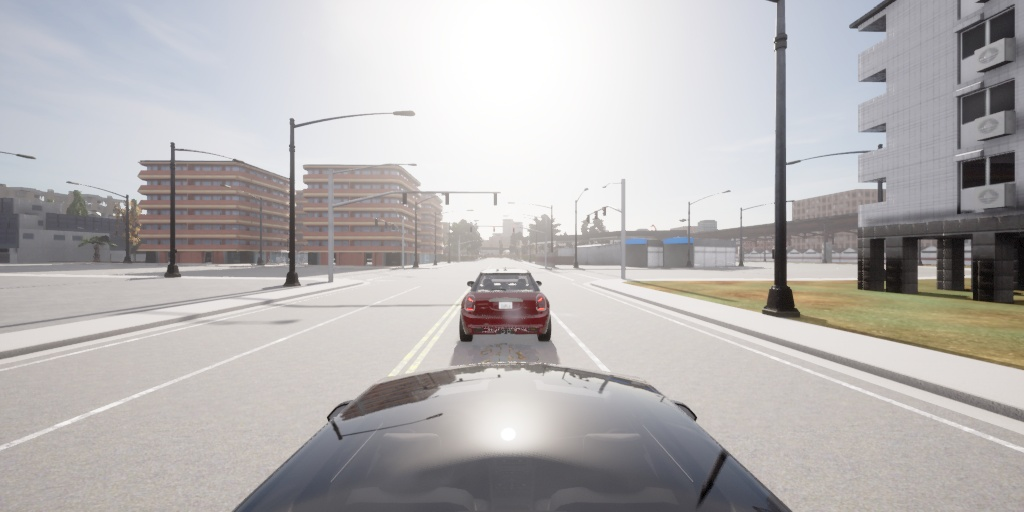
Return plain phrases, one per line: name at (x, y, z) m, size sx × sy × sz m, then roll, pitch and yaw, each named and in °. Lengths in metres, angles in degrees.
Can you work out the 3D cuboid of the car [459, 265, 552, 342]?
car at (-0.203, 1.102, 9.981) m, size 2.097 × 1.767 × 4.553 m, roll 0°, pitch 0°, yaw -2°
